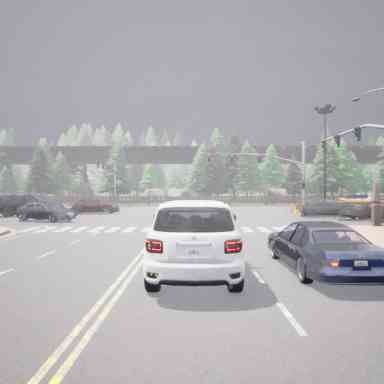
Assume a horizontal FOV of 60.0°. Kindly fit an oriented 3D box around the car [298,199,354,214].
[{"bbox_3d":[11.968,1.564,30.061,4.181,1.385,1.994,0,0,0],"label":"car"}]

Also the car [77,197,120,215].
[{"bbox_3d":[-9.701,1.351,33.685,4.553,1.767,2.097,0,0,0],"label":"car"}]

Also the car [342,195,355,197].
[{"bbox_3d":[16.677,1.491,40.734,4.902,1.511,2.128,0,0,0],"label":"car"}]

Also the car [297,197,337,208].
[{"bbox_3d":[17.834,1.477,47.728,5.008,1.535,1.882,0,0,0],"label":"car"}]

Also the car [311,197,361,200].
[{"bbox_3d":[13.826,1.492,33.551,4.902,1.511,2.128,0,0,0],"label":"car"}]

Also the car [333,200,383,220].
[{"bbox_3d":[14.544,1.547,26.546,5.357,1.411,2.033,0,0,0],"label":"car"}]

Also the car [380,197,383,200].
[{"bbox_3d":[26.180,1.477,40.687,5.008,1.535,1.882,0,0,0],"label":"car"}]

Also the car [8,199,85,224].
[{"bbox_3d":[-10.880,1.493,24.841,4.902,1.511,2.128,0,0,24],"label":"car"}]

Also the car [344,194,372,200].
[{"bbox_3d":[21.120,1.221,44.210,5.566,2.045,2.150,0,0,0],"label":"car"}]

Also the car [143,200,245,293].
[{"bbox_3d":[0.068,1.221,9.018,2.150,2.045,5.566,0,0,1],"label":"car"}]

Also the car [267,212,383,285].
[{"bbox_3d":[3.577,1.547,9.506,2.033,1.411,5.357,0,0,0],"label":"car"}]

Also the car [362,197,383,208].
[{"bbox_3d":[27.327,1.505,47.680,4.892,1.490,1.837,0,0,0],"label":"car"}]

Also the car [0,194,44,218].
[{"bbox_3d":[-14.646,1.222,30.212,5.566,2.045,2.150,0,0,0],"label":"car"}]
